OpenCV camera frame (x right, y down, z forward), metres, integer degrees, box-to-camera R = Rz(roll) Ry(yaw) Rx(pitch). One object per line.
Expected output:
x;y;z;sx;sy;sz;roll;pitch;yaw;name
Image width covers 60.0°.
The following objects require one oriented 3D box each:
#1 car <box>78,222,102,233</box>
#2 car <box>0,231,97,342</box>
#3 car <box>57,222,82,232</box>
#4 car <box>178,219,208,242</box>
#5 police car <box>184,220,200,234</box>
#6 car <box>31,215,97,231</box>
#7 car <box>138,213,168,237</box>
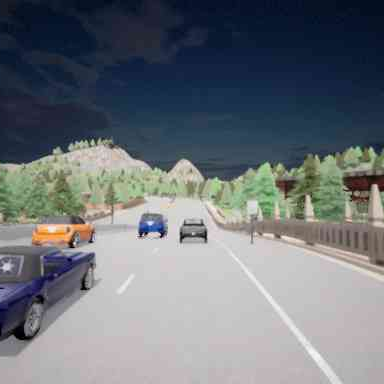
-14.065;4.830;45.969;1.812;1.442;4.674;0;-5;0;car
-3.400;1.714;6.637;1.895;1.301;4.718;0;-2;0;car
-17.565;5.060;47.974;1.994;1.385;4.181;0;-5;0;car
0.092;2.594;22.905;2.128;1.511;4.902;0;-5;0;car
0.038;4.286;41.327;1.930;1.638;5.238;0;-5;0;police car
-6.903;2.082;18.503;2.097;1.767;4.553;0;-4;0;car
-3.407;2.979;29.819;2.150;2.045;5.566;0;-6;0;car
